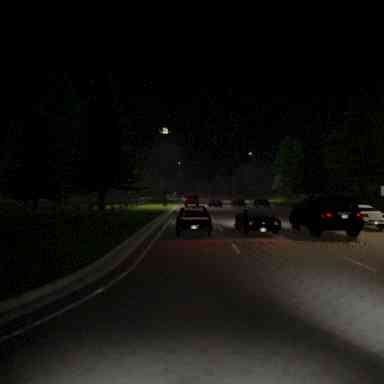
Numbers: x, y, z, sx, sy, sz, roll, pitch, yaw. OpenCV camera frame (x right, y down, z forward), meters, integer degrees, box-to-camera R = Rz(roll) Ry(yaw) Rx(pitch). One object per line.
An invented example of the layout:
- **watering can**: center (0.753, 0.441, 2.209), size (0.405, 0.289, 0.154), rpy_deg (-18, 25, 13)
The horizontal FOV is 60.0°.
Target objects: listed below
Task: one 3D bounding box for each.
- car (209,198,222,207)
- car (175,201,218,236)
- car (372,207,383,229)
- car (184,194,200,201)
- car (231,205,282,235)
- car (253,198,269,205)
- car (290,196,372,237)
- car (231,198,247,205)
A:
- **car**: center (3.499, 1.600, 50.381), size (1.994, 1.385, 4.181), rpy_deg (0, 0, 0)
- **car**: center (0.100, 1.505, 18.665), size (2.128, 1.511, 4.902), rpy_deg (0, 0, 0)
- **car**: center (10.586, 1.541, 21.418), size (1.812, 1.442, 4.674), rpy_deg (0, 0, 0)
- **car**: center (-0.001, 1.257, 49.961), size (2.150, 2.045, 5.566), rpy_deg (0, 0, 0)
- **car**: center (3.600, 1.614, 19.049), size (1.895, 1.301, 4.718), rpy_deg (0, 0, 0)
- **car**: center (10.501, 1.562, 50.577), size (1.812, 1.442, 4.674), rpy_deg (0, 0, 0)
- **car**: center (7.099, 1.234, 18.123), size (2.150, 2.045, 5.566), rpy_deg (0, 0, 0)
- **car**: center (6.999, 1.583, 49.931), size (2.033, 1.411, 5.357), rpy_deg (0, 0, 0)
